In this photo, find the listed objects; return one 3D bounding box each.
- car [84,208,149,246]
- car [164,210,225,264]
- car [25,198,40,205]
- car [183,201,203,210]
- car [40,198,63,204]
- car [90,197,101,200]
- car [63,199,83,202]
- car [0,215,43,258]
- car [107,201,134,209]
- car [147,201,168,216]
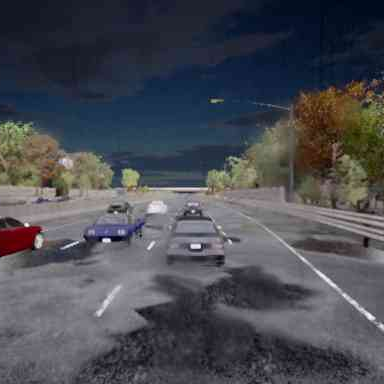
[{"bbox_3d":[-3.397,1.652,15.500,1.895,1.301,4.718,0,0,0],"label":"car"},{"bbox_3d":[0.103,1.586,11.876,2.033,1.411,5.357,0,0,0],"label":"car"},{"bbox_3d":[-28.004,1.761,59.580,1.812,1.442,4.674,0,0,0],"label":"car"},{"bbox_3d":[0.105,1.644,33.350,1.812,1.442,4.674,0,0,0],"label":"car"},{"bbox_3d":[-24.502,1.783,59.634,2.033,1.411,5.357,0,0,0],"label":"car"},{"bbox_3d":[-17.521,1.731,60.343,2.128,1.511,4.902,0,0,1],"label":"car"},{"bbox_3d":[-21.008,1.838,60.106,1.895,1.301,4.718,0,0,1],"label":"car"},{"bbox_3d":[-6.900,1.514,11.354,1.882,1.535,5.008,0,0,0],"label":"car"},{"bbox_3d":[-6.895,1.619,32.314,1.837,1.490,4.892,0,0,0],"label":"car"},{"bbox_3d":[-3.396,1.644,33.266,1.812,1.442,4.674,0,0,0],"label":"car"}]
